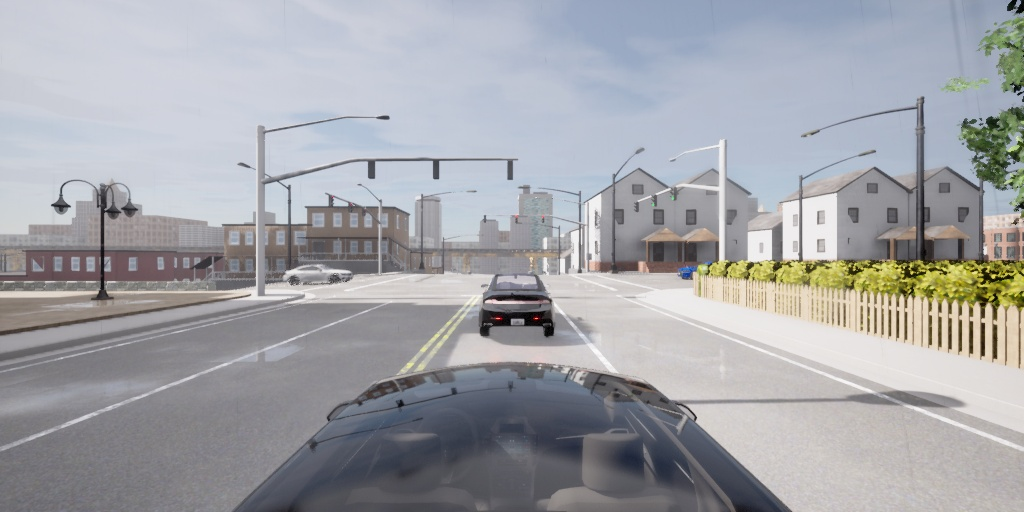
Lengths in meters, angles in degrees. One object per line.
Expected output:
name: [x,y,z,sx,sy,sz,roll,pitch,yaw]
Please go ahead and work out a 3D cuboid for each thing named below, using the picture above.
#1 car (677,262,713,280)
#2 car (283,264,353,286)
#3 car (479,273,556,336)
car: [16.655,1.228,30.377,5.008,1.535,1.882,0,0,-1]
car: [-14.163,1.338,26.265,4.674,1.442,1.812,-2,0,-1]
car: [0.114,1.242,10.332,2.128,1.511,4.902,0,0,0]
